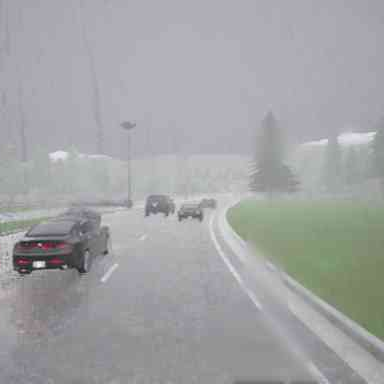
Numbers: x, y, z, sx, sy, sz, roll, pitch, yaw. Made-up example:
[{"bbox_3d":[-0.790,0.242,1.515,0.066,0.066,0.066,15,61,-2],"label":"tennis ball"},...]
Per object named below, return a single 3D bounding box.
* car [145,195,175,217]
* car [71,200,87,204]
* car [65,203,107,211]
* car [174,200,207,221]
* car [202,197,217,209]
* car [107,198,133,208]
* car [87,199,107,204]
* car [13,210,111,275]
[{"bbox_3d":[-3.061,1.276,32.521,2.150,2.045,5.566,-1,0,6],"label":"car"},{"bbox_3d":[-18.184,1.948,55.277,1.895,1.301,4.718,-1,0,12],"label":"car"},{"bbox_3d":[-7.328,1.704,21.629,1.994,1.385,4.181,-1,0,2],"label":"car"},{"bbox_3d":[-0.002,1.596,27.073,1.895,1.301,4.718,-1,0,4],"label":"car"},{"bbox_3d":[2.216,1.441,43.815,2.128,1.511,4.902,-1,0,10],"label":"car"},{"bbox_3d":[-11.266,1.759,54.213,2.033,1.411,5.357,-1,0,12],"label":"car"},{"bbox_3d":[-14.739,1.881,54.677,1.895,1.301,4.718,-1,0,12],"label":"car"},{"bbox_3d":[-3.940,1.580,10.812,1.837,1.490,4.892,-1,0,-2],"label":"car"}]
